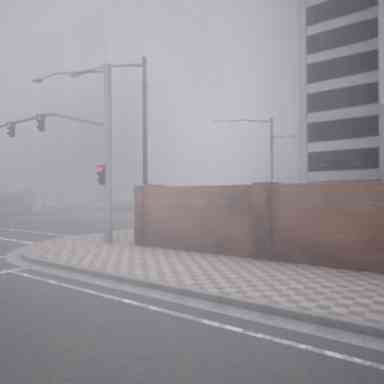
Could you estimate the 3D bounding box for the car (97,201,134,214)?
[{"bbox_3d":[-8.881,1.828,40.263,2.033,1.411,5.357,-1,0,36],"label":"car"}]
